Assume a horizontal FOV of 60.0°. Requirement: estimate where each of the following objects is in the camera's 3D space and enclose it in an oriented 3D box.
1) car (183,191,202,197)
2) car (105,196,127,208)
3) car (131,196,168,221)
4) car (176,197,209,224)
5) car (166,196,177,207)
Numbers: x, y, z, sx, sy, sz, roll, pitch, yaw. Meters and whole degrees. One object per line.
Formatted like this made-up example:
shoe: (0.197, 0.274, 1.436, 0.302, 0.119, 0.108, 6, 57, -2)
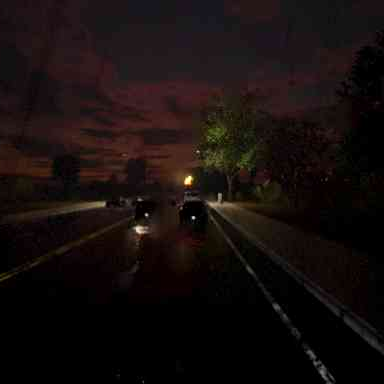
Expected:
car: (0.085, 0.918, 42.724, 2.150, 2.045, 5.566, 0, 1, 0)
car: (-9.763, 1.238, 43.306, 2.033, 1.411, 5.357, 0, 0, 0)
car: (-3.157, 1.329, 25.544, 1.837, 1.490, 4.892, 0, 0, 0)
car: (0.094, 1.345, 23.307, 1.837, 1.490, 4.892, 0, 0, 0)
car: (-3.167, 1.241, 45.186, 1.994, 1.385, 4.181, 0, 1, 0)
